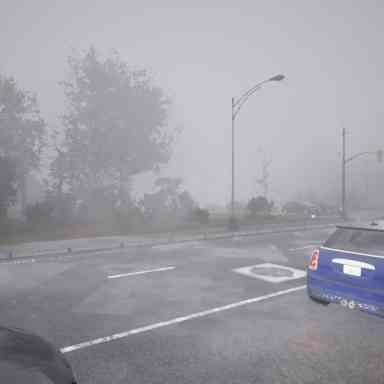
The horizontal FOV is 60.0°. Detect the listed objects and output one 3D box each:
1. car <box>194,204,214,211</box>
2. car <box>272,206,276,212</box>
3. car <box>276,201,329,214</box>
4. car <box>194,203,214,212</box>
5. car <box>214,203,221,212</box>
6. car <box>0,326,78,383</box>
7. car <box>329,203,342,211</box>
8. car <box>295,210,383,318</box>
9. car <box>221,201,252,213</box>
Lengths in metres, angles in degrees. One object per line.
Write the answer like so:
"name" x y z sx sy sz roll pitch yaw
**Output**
"car" 2.533 3.340 70.285 1.837 1.490 4.892 0 -3 -32
"car" 9.374 2.126 45.995 2.033 1.411 5.357 0 -3 -32
"car" 11.712 1.724 35.734 1.837 1.490 4.892 0 -1 -29
"car" 1.040 2.608 52.711 1.812 1.442 4.674 0 -3 -32
"car" 3.838 2.599 54.834 2.128 1.511 4.902 0 -3 -32
"car" -3.060 1.492 1.563 4.902 1.511 2.128 0 0 -36
"car" 14.608 1.721 37.637 2.128 1.511 4.902 0 -2 -33
"car" 4.470 1.361 6.892 4.553 1.767 2.097 0 0 -35
"car" 6.387 1.924 44.173 2.097 1.767 4.553 0 -3 -32
